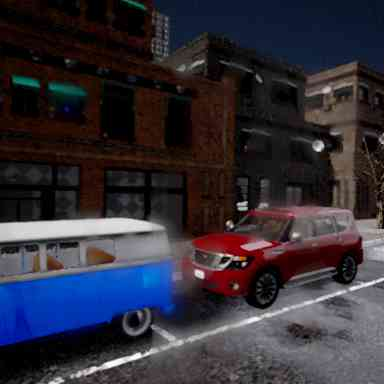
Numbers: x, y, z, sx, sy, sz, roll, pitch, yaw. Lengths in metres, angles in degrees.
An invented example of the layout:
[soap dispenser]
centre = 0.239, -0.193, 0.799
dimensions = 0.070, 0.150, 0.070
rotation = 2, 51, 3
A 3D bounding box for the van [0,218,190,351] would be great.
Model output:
[van]
centre = -2.196, 1.343, 4.970
dimensions = 3.998, 1.788, 1.690
rotation = 0, 1, -35

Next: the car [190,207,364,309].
[car]
centre = 2.207, 1.329, 8.109
dimensions = 5.009, 1.841, 2.192
rotation = 0, 1, -35
